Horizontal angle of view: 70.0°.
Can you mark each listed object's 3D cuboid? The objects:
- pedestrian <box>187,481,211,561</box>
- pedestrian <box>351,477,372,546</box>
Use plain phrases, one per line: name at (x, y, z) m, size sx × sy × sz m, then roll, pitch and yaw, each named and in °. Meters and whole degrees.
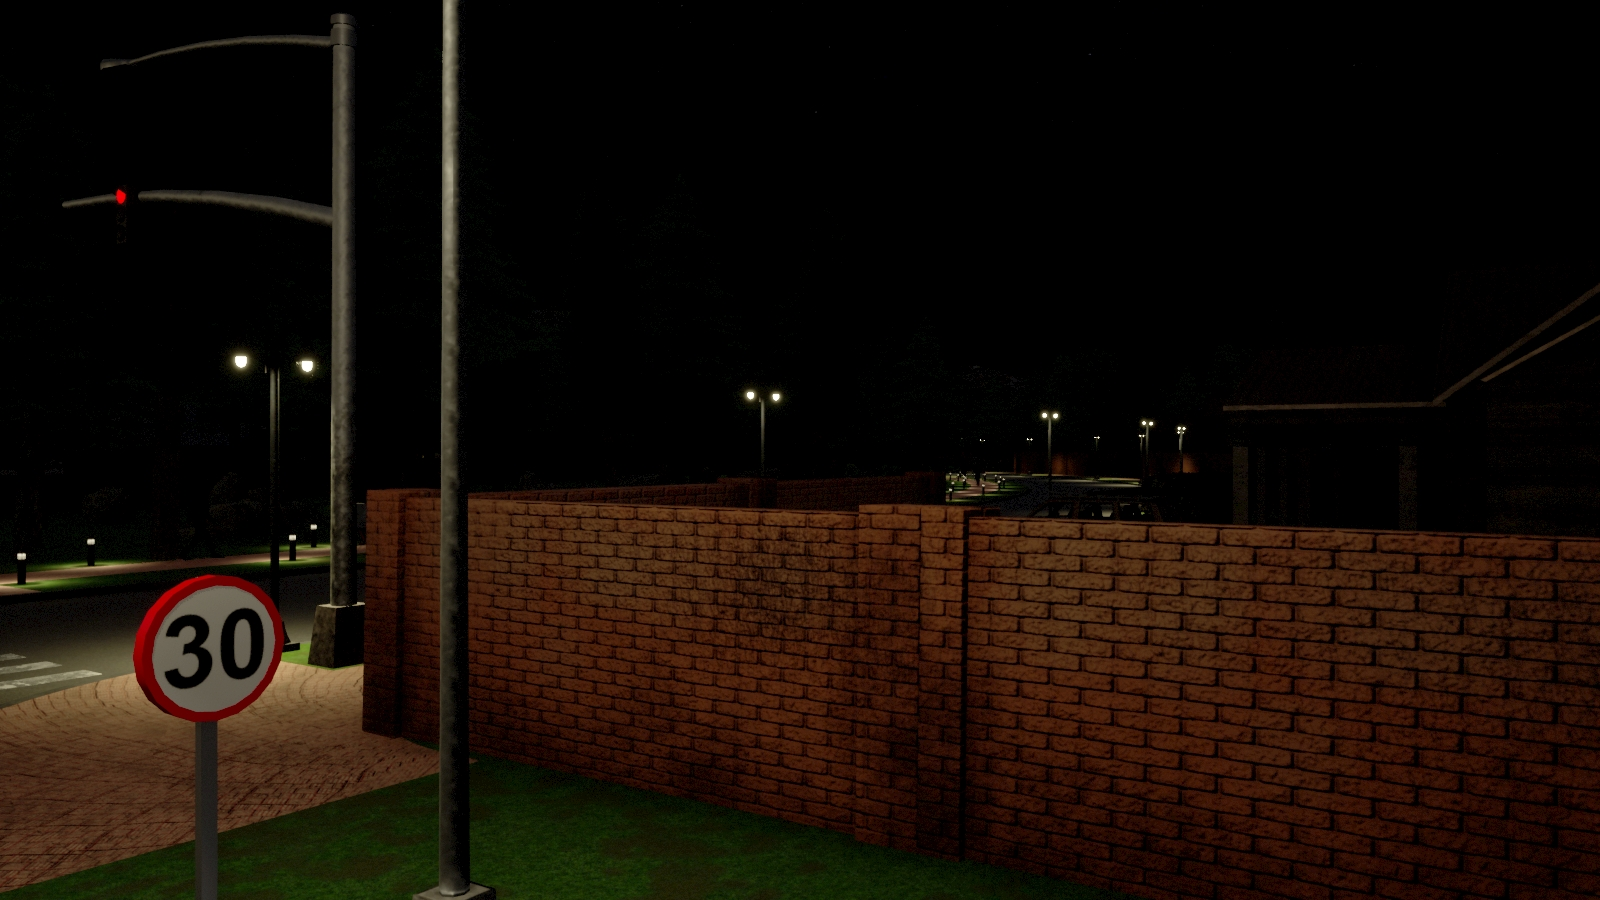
pedestrian at (-14.221, 1.665, 27.029) m, size 0.375 × 1.860 × 0.375 m, roll 0°, pitch 0°, yaw 36°
pedestrian at (-12.000, 1.663, 31.271) m, size 0.375 × 1.860 × 0.375 m, roll 0°, pitch 0°, yaw 31°
